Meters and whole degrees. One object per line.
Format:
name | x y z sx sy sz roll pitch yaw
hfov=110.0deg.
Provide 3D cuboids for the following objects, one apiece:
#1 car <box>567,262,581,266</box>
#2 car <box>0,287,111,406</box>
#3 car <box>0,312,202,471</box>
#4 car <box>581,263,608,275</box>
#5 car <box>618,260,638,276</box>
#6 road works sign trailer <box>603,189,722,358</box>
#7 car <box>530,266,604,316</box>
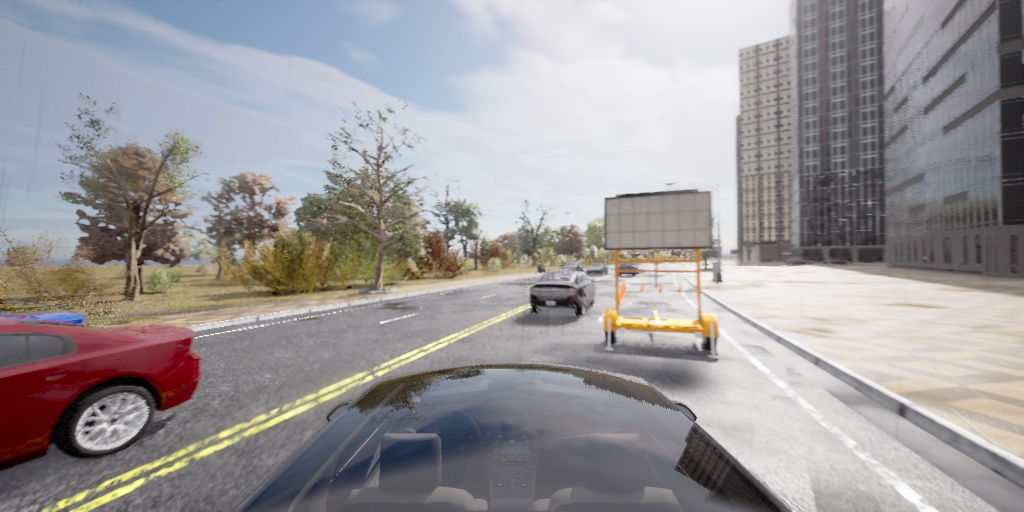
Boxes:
car | 7.514 1.532 44.484 2.128 1.511 4.902 -1 -1 25
car | -8.426 1.318 3.957 1.882 1.535 5.008 -1 -1 18
car | -5.439 1.282 2.629 1.882 1.535 5.008 -1 -1 18
car | 10.137 1.549 42.461 2.033 1.411 5.357 -1 -1 25
car | 12.958 1.313 40.344 2.097 1.767 4.553 -1 0 24
road works sign trailer | 3.525 0.243 8.733 2.380 3.560 2.880 0 0 20
car | 2.098 1.325 13.927 2.128 1.511 4.902 -1 -1 20
